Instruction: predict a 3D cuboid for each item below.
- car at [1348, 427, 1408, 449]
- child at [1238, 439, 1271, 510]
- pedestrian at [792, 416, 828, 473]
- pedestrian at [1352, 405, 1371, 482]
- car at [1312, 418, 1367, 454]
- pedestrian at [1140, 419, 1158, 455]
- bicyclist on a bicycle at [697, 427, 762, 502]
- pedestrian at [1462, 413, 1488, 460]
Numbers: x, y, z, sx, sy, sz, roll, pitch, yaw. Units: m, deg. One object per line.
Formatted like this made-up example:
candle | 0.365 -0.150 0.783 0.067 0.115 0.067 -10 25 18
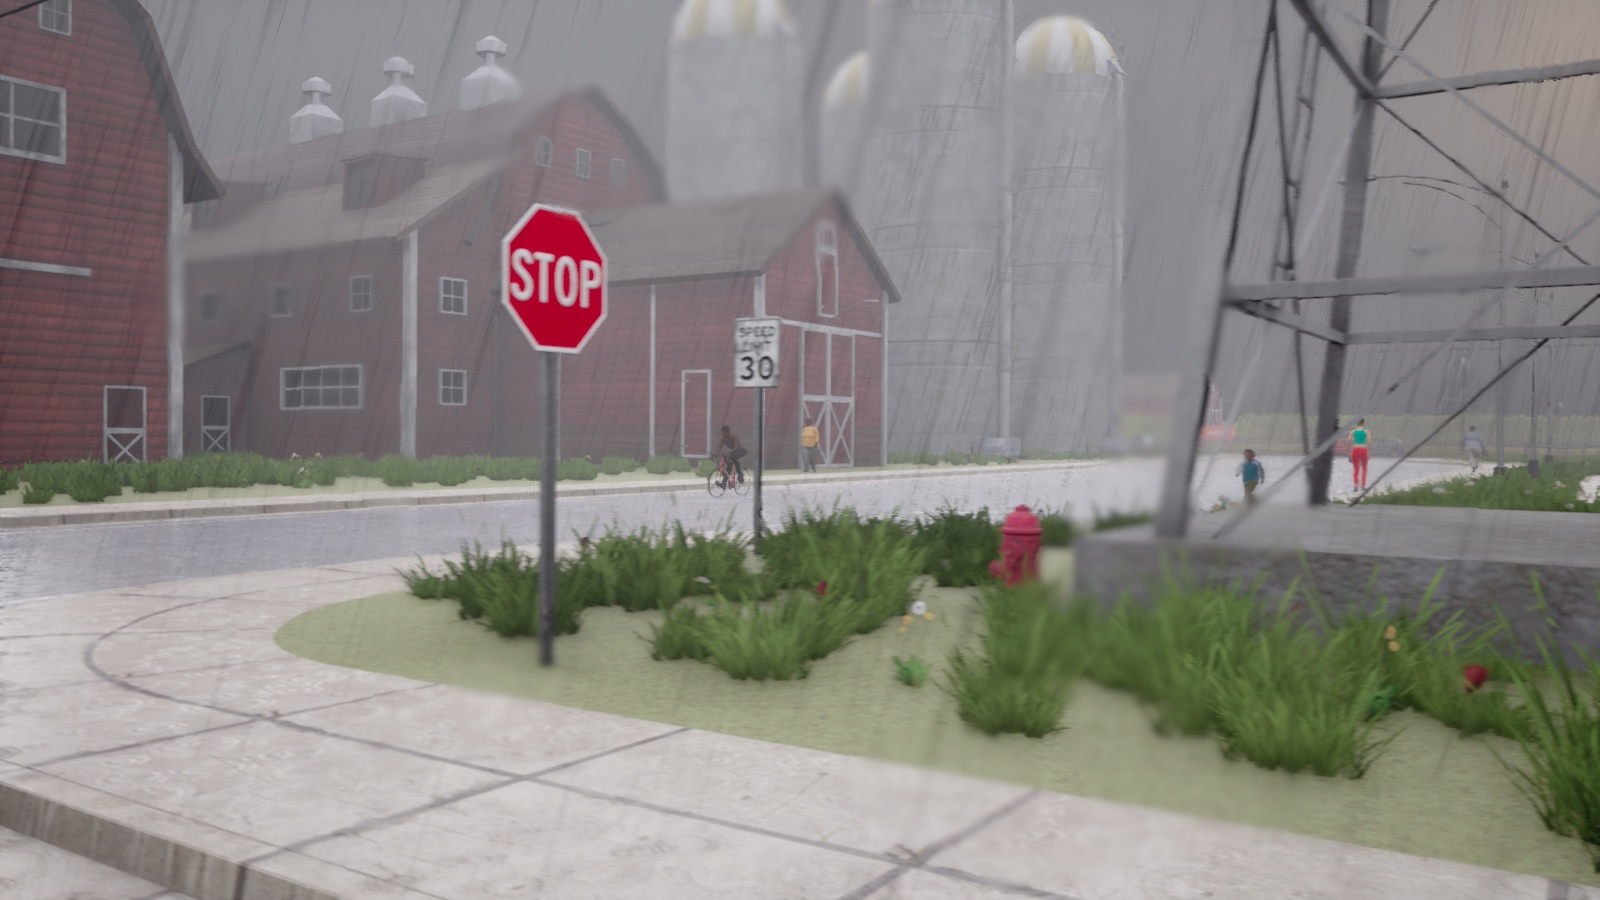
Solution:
car | 41.013 -0.848 89.192 3.633 1.501 1.845 0 1 33
child | 7.690 0.405 21.246 0.448 1.192 0.343 -1 1 -41
pedestrian | 0.335 -0.183 40.826 0.874 1.855 0.900 0 1 22
pedestrian | 13.567 -0.152 30.336 0.345 1.836 0.594 0 1 33
car | 31.901 -0.856 74.154 2.150 2.045 5.566 0 1 33
pedestrian | 18.942 -0.722 68.102 0.659 1.952 0.873 0 1 36
bicyclist on a bicycle | -1.572 0.306 28.289 0.582 1.620 1.656 0 1 33
pedestrian | 26.518 -0.528 49.310 0.874 1.855 0.900 0 1 30
